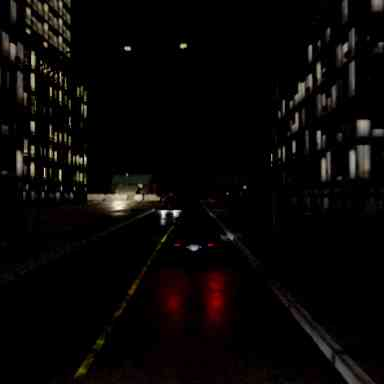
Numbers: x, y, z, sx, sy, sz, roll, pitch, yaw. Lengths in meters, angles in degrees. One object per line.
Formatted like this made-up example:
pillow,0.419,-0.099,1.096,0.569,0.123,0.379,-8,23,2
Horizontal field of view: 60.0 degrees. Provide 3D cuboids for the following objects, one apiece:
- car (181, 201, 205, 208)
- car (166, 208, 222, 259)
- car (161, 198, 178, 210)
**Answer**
car,0.076,1.491,28.142,1.882,1.535,5.008,0,0,0
car,0.075,1.529,12.498,1.812,1.442,4.674,0,0,0
car,-2.835,1.536,43.311,1.837,1.490,4.892,0,0,0
